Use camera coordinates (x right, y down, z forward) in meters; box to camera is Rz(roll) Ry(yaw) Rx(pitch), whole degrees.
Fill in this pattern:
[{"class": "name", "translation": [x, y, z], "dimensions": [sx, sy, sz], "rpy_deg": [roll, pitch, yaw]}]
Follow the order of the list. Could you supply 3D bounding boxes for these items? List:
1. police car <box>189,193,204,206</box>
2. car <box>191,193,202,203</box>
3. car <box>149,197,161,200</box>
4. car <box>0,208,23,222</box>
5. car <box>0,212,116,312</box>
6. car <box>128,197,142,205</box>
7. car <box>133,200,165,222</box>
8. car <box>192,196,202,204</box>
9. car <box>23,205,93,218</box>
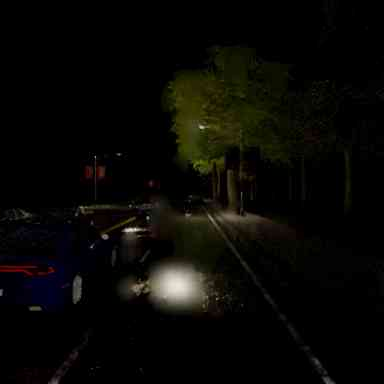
[{"class": "police car", "translation": [0.964, 1.413, 54.311], "dimensions": [1.930, 1.638, 5.238], "rpy_deg": [0, 0, 0]}, {"class": "car", "translation": [0.961, 1.245, 70.233], "dimensions": [2.150, 2.045, 5.566], "rpy_deg": [0, 0, 0]}, {"class": "car", "translation": [-6.550, 1.546, 59.846], "dimensions": [2.033, 1.411, 5.357], "rpy_deg": [0, 0, 1]}, {"class": "car", "translation": [-9.856, 1.529, 17.107], "dimensions": [2.033, 1.411, 5.357], "rpy_deg": [0, 0, 0]}, {"class": "car", "translation": [-3.152, 1.467, 7.829], "dimensions": [1.882, 1.535, 5.008], "rpy_deg": [0, 0, 0]}, {"class": "car", "translation": [-9.817, 1.558, 57.716], "dimensions": [1.994, 1.385, 4.181], "rpy_deg": [0, 0, 0]}, {"class": "car", "translation": [-3.155, 1.576, 26.208], "dimensions": [1.895, 1.301, 4.718], "rpy_deg": [0, 0, 0]}, {"class": "car", "translation": [0.962, 1.512, 64.202], "dimensions": [1.837, 1.490, 4.892], "rpy_deg": [0, 0, 0]}, {"class": "car", "translation": [-6.604, 1.473, 17.735], "dimensions": [2.128, 1.511, 4.902], "rpy_deg": [0, 0, 0]}]
